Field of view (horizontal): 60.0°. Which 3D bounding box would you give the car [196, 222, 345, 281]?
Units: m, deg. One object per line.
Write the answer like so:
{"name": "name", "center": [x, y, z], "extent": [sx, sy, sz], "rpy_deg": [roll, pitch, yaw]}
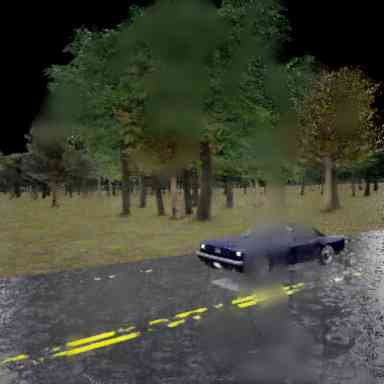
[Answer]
{"name": "car", "center": [2.472, 1.594, 9.951], "extent": [4.718, 1.301, 1.895], "rpy_deg": [0, 0, -35]}
